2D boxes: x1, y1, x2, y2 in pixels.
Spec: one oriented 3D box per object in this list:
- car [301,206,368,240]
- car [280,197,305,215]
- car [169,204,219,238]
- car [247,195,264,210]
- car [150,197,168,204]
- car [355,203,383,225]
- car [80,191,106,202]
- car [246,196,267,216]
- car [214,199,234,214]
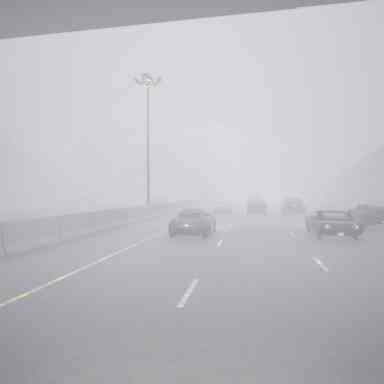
[{"bbox_3d":[7.107,1.599,17.130,1.895,1.301,4.718,0,0,10],"label":"car"},{"bbox_3d":[10.044,1.349,33.478,2.097,1.767,4.553,0,0,10],"label":"car"},{"bbox_3d":[0.110,1.561,17.772,1.994,1.385,4.181,0,0,10],"label":"car"},{"bbox_3d":[8.127,1.347,42.593,2.097,1.767,4.553,0,0,10],"label":"car"},{"bbox_3d":[-4.903,1.508,49.809,1.882,1.535,5.008,0,0,10],"label":"car"},{"bbox_3d":[11.421,1.500,21.350,1.837,1.490,4.892,0,-1,10],"label":"car"},{"bbox_3d":[-15.243,0.831,51.636,2.150,2.045,5.566,0,0,10],"label":"car"},{"bbox_3d":[6.291,1.474,32.380,1.882,1.535,5.008,0,0,10],"label":"car"},{"bbox_3d":[3.298,1.521,35.521,1.812,1.442,4.674,0,0,10],"label":"car"}]
